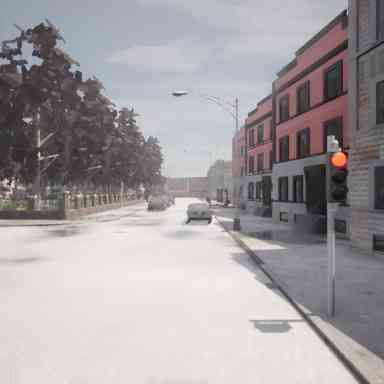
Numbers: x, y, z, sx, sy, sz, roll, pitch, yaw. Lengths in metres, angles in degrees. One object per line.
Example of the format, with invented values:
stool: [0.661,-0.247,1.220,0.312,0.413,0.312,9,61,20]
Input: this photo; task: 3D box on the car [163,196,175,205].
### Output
car: [-4.050,1.505,59.662,1.837,1.490,4.892,0,0,0]

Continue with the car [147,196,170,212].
car: [-4.087,1.478,39.363,1.882,1.535,5.008,0,0,0]

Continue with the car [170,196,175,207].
car: [-4.083,1.547,49.263,2.033,1.411,5.357,0,0,0]

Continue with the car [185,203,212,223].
car: [0.444,1.547,25.242,2.033,1.411,5.357,0,0,-1]
